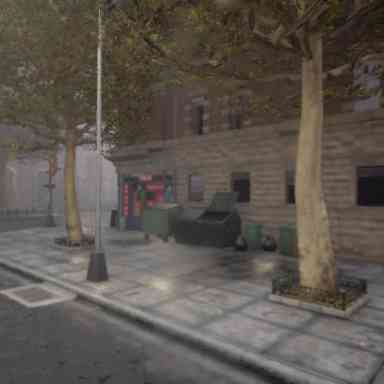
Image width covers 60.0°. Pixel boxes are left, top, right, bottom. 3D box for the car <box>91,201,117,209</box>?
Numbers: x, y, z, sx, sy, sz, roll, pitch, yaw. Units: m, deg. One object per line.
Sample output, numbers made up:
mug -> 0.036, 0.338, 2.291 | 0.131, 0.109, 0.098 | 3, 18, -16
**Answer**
car -> -13.256, 1.987, 51.591 | 1.895, 1.301, 4.718 | 0, -1, 42
